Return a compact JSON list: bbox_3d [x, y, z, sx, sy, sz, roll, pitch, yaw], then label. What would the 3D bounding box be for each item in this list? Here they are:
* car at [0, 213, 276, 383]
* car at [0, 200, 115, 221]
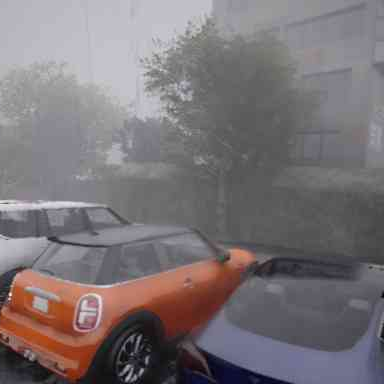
[{"bbox_3d":[-0.536,1.330,5.625,2.185,1.767,4.553,0,0,35],"label":"car"},{"bbox_3d":[-2.777,1.186,7.296,2.435,2.045,5.566,0,0,36],"label":"car"}]
